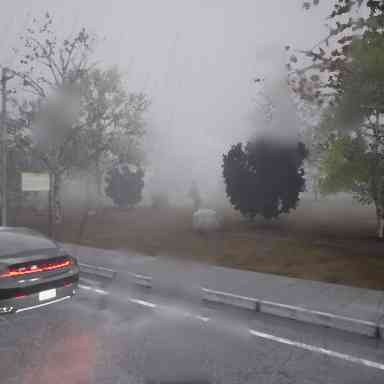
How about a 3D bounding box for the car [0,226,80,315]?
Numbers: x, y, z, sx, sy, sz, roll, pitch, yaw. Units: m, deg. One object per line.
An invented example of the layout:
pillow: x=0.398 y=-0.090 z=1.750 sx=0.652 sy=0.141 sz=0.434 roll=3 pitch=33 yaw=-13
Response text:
car: x=-4.402 y=1.505 z=7.135 sx=4.892 sy=1.490 sz=1.837 roll=0 pitch=0 yaw=37
